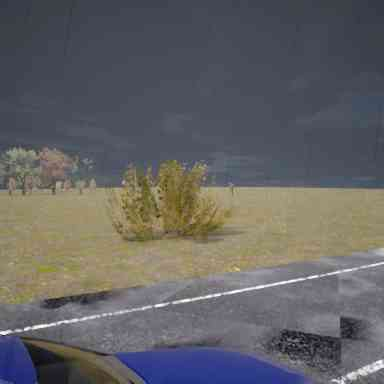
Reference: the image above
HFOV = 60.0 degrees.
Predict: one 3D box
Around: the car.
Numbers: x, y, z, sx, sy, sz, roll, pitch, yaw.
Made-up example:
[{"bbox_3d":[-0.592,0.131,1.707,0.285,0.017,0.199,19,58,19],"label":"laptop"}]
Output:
[{"bbox_3d":[-1.048,1.525,1.470,4.674,1.442,1.812,0,0,-30],"label":"car"}]
